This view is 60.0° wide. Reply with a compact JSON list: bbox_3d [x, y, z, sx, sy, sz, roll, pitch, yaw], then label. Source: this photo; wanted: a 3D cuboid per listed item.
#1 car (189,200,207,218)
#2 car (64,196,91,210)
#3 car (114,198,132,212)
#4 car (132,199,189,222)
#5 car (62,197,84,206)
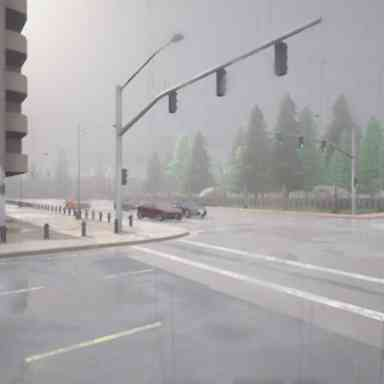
[{"bbox_3d":[-0.638,1.502,29.961,2.128,1.511,4.902,0,0,-37],"label":"car"},{"bbox_3d":[-14.752,1.371,43.124,2.097,1.767,4.553,0,0,-36],"label":"car"},{"bbox_3d":[-7.611,1.502,39.361,2.128,1.511,4.902,0,0,-37],"label":"car"},{"bbox_3d":[-2.654,1.498,26.802,1.882,1.535,5.008,0,1,-37],"label":"car"},{"bbox_3d":[-20.280,1.557,56.595,2.033,1.411,5.357,0,0,-36],"label":"car"}]
